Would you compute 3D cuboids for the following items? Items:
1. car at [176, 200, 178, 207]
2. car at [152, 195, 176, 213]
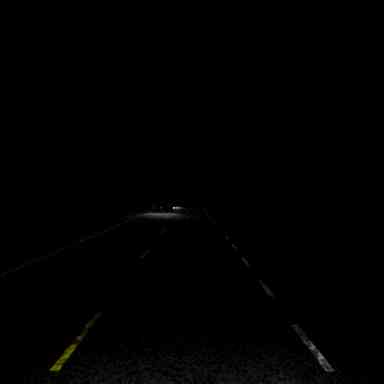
[{"bbox_3d":[-3.526,1.855,57.541,1.812,1.442,4.674,0,0,1],"label":"car"},{"bbox_3d":[-3.572,1.459,41.272,2.150,2.045,5.566,0,0,0],"label":"car"}]
